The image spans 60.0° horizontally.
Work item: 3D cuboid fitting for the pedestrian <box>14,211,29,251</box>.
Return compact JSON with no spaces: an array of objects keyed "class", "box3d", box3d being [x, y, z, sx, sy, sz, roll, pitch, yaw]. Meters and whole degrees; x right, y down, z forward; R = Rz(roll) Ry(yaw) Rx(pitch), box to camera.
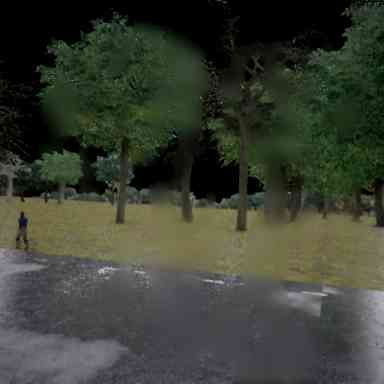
[{"class":"pedestrian","box3d":[-7.694,1.741,15.051,0.375,1.860,0.375,2,-3,22]}]
